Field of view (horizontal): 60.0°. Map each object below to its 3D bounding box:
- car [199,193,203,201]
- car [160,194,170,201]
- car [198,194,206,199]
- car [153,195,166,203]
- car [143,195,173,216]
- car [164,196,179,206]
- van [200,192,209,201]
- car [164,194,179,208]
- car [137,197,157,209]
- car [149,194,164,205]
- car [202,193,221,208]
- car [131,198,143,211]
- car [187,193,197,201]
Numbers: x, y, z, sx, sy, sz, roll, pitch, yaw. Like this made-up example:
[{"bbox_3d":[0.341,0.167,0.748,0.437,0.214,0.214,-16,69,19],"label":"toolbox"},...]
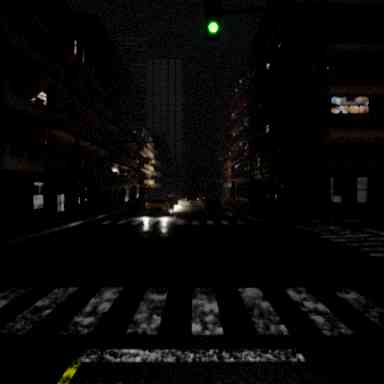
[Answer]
[{"bbox_3d":[2.673,1.262,59.223,2.008,1.369,4.403,-1,0,0],"label":"car"},{"bbox_3d":[-5.710,1.189,70.112,1.752,1.417,4.829,-1,0,0],"label":"car"},{"bbox_3d":[2.668,1.139,86.862,1.887,1.381,4.507,-1,0,0],"label":"car"},{"bbox_3d":[-5.708,1.293,59.227,1.802,1.307,4.206,-1,0,0],"label":"car"},{"bbox_3d":[-3.104,1.318,31.136,1.882,1.535,5.008,0,0,0],"label":"car"},{"bbox_3d":[-3.085,1.348,51.100,1.895,1.301,4.718,0,0,1],"label":"car"},{"bbox_3d":[2.668,1.004,70.277,1.690,1.788,3.998,-1,0,0],"label":"van"},{"bbox_3d":[-3.104,1.341,41.100,2.033,1.411,5.357,0,0,0],"label":"car"},{"bbox_3d":[-5.705,1.352,42.643,1.947,1.339,4.313,0,0,0],"label":"car"},{"bbox_3d":[-5.709,1.176,53.698,1.967,1.590,4.097,-1,0,0],"label":"car"},{"bbox_3d":[2.674,1.226,42.639,1.967,1.590,4.097,-1,0,0],"label":"car"},{"bbox_3d":[-5.704,1.363,37.116,2.008,1.369,4.403,0,0,0],"label":"car"},{"bbox_3d":[-0.011,1.012,71.599,2.097,1.767,4.553,0,0,0],"label":"car"}]
